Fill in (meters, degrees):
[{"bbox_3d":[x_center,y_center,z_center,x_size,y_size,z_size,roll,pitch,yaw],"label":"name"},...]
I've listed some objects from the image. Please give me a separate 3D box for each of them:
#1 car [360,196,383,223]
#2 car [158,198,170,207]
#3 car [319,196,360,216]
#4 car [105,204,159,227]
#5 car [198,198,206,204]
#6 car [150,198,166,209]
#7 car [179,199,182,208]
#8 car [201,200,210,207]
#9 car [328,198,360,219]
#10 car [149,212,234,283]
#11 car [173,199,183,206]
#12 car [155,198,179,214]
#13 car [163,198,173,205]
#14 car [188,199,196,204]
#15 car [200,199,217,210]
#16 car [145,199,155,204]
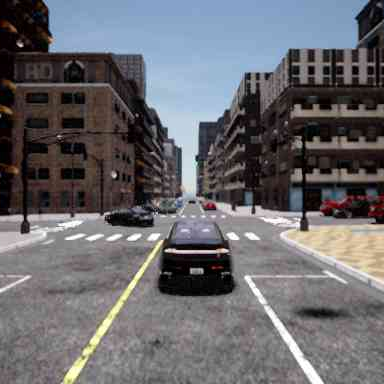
[{"bbox_3d":[14.706,1.248,22.713,5.009,1.841,2.192,-1,1,0],"label":"car"},{"bbox_3d":[-5.653,2.116,67.511,1.967,1.590,4.097,0,-1,0],"label":"car"},{"bbox_3d":[14.576,1.314,31.091,5.009,1.841,2.192,-1,1,0],"label":"car"},{"bbox_3d":[-4.895,1.880,25.692,4.181,1.385,1.994,-1,-1,41],"label":"car"},{"bbox_3d":[2.740,2.466,90.235,2.008,1.369,4.403,0,-1,0],"label":"car"},{"bbox_3d":[-5.660,1.874,56.148,2.192,1.841,5.009,0,-1,0],"label":"car"},{"bbox_3d":[-3.051,2.114,51.662,1.895,1.301,4.718,0,-1,0],"label":"car"},{"bbox_3d":[2.728,2.258,67.506,1.802,1.307,4.206,0,-1,0],"label":"car"},{"bbox_3d":[14.580,1.505,28.518,4.674,1.442,1.812,-1,0,-1],"label":"car"},{"bbox_3d":[0.105,1.590,9.939,2.128,1.511,4.902,0,0,0],"label":"car"},{"bbox_3d":[-2.959,2.267,72.598,2.033,1.411,5.357,0,-1,0],"label":"car"},{"bbox_3d":[-3.043,1.765,41.732,2.097,1.767,4.553,0,-1,-1],"label":"car"},{"bbox_3d":[-5.646,2.235,78.875,1.967,1.590,4.097,0,-1,0],"label":"car"},{"bbox_3d":[0.048,2.398,83.643,1.994,1.385,4.181,0,-1,0],"label":"car"},{"bbox_3d":[2.717,1.941,50.461,1.967,1.590,4.097,0,-1,0],"label":"car"},{"bbox_3d":[-5.666,2.009,44.780,1.947,1.339,4.313,0,-1,0],"label":"car"}]
